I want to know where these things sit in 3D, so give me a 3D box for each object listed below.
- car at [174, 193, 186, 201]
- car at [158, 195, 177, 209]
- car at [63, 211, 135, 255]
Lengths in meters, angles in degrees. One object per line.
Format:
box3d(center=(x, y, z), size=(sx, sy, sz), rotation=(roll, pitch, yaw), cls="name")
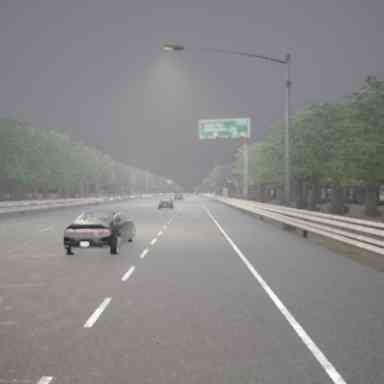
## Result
box3d(center=(-3.327, 1.177, 84.047), size=(2.150, 2.045, 5.566), rotation=(0, 0, 0), cls="car")
box3d(center=(-3.429, 1.504, 44.779), size=(1.812, 1.442, 4.674), rotation=(0, 0, 0), cls="car")
box3d(center=(-3.497, 1.491, 13.270), size=(2.128, 1.511, 4.902), rotation=(0, 0, 0), cls="car")
